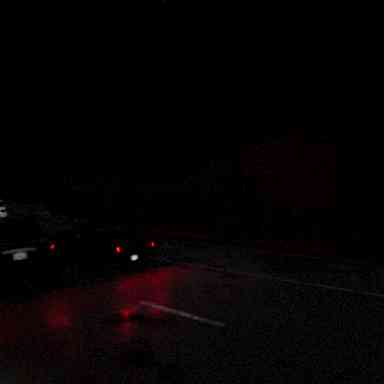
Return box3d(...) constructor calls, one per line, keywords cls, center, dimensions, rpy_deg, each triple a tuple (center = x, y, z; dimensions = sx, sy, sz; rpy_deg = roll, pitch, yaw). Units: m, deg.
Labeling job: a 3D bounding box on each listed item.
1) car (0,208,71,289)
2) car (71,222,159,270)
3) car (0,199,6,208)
box3d(cls="car", center=(-5.361, 1.457, 8.734), dimensions=(4.553, 1.767, 2.097), rpy_deg=(-1, -1, 42))
box3d(cls="car", center=(-3.377, 1.716, 11.580), dimensions=(4.718, 1.301, 1.895), rpy_deg=(-1, -1, 42))
box3d(cls="car", center=(-15.515, 1.525, 25.341), dimensions=(2.150, 2.045, 5.566), rpy_deg=(0, 0, -36))
